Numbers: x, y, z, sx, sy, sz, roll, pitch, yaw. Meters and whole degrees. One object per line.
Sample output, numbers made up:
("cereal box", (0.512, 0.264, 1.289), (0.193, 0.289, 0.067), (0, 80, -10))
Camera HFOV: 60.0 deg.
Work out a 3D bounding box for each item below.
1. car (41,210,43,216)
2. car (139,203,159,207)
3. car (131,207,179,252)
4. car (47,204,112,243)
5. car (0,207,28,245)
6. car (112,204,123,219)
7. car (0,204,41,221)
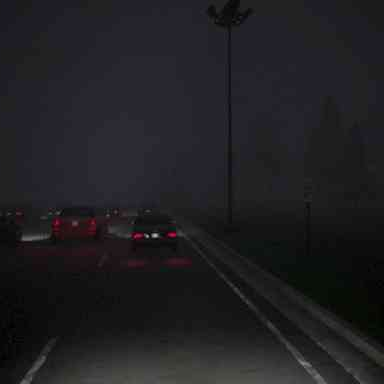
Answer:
("car", (-10.683, 1.703, 28.222), (2.033, 1.411, 5.357), (0, 0, -8))
("car", (-4.095, 1.711, 31.759), (1.994, 1.385, 4.181), (0, 0, -8))
("car", (-1.640, 1.614, 14.356), (2.033, 1.411, 5.357), (0, 0, -8))
("car", (-5.523, 1.443, 16.951), (2.097, 1.767, 4.553), (0, 0, -8))
("car", (-8.582, 1.591, 13.459), (1.837, 1.490, 4.892), (0, 0, -8))
("car", (-7.483, 1.756, 30.683), (1.895, 1.301, 4.718), (0, 0, -8))
("car", (-14.150, 1.712, 27.732), (2.033, 1.411, 5.357), (0, 0, -8))
